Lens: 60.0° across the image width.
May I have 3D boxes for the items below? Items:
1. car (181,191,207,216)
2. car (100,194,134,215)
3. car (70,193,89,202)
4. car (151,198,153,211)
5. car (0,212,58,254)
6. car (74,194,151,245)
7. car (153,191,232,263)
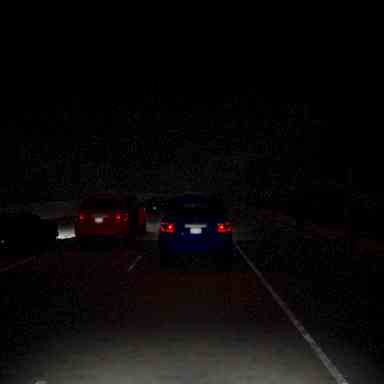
[{"bbox_3d":[0.131,0.952,30.362,2.150,2.045,5.566,0,1,0],"label":"car"},{"bbox_3d":[-6.870,1.076,30.976,2.097,1.767,4.553,0,0,0],"label":"car"},{"bbox_3d":[-20.951,0.949,62.099,1.837,1.490,4.892,0,1,1],"label":"car"},{"bbox_3d":[-3.381,1.239,32.255,1.812,1.442,4.674,0,1,0],"label":"car"},{"bbox_3d":[-6.889,1.447,12.994,1.994,1.385,4.181,0,1,0],"label":"car"},{"bbox_3d":[-3.386,1.089,14.798,2.150,2.045,5.566,0,0,0],"label":"car"},{"bbox_3d":[0.109,1.117,11.703,2.150,2.045,5.566,0,1,0],"label":"car"}]
